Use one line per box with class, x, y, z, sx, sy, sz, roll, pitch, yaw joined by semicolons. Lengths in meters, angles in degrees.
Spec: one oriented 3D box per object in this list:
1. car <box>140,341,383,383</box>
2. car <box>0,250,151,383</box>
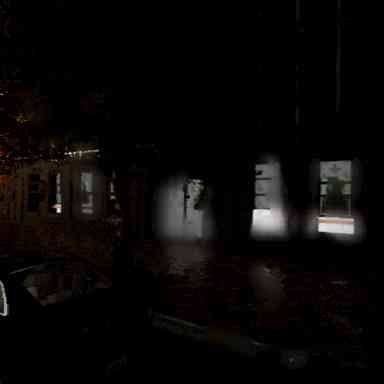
car;2.098;1.557;1.385;4.403;1.369;2.008;1;0;35
car;-2.546;1.515;4.678;4.403;1.369;2.008;1;0;35
